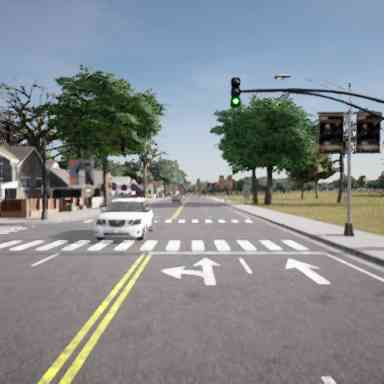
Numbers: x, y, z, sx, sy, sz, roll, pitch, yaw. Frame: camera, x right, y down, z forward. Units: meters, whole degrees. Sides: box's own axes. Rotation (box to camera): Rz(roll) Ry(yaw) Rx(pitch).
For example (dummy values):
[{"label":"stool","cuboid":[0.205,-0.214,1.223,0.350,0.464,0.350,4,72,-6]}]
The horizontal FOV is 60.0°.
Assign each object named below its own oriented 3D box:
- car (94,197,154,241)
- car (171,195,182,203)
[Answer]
[{"label":"car","cuboid":[-3.240,1.319,17.004,2.150,2.045,5.566,0,0,0]},{"label":"car","cuboid":[-3.213,1.400,69.365,2.097,1.767,4.553,0,0,0]}]
